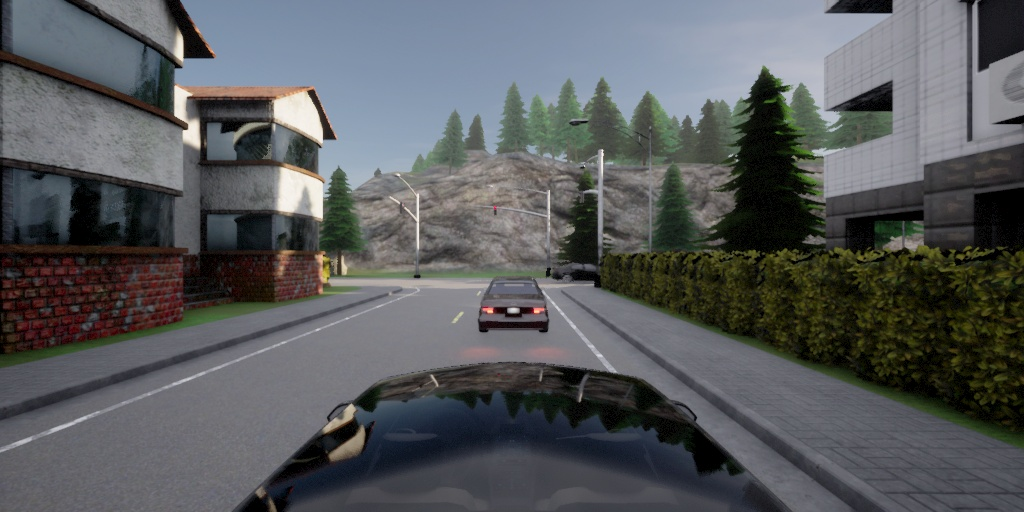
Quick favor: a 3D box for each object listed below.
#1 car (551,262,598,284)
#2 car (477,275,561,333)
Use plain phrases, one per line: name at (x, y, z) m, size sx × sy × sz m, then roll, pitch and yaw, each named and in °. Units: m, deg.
car at (5.454, 1.222, 26.639) m, size 5.008 × 1.535 × 1.882 m, roll 0°, pitch 0°, yaw 1°
car at (0.052, 1.295, 10.728) m, size 2.033 × 1.411 × 5.357 m, roll 0°, pitch 0°, yaw 0°
